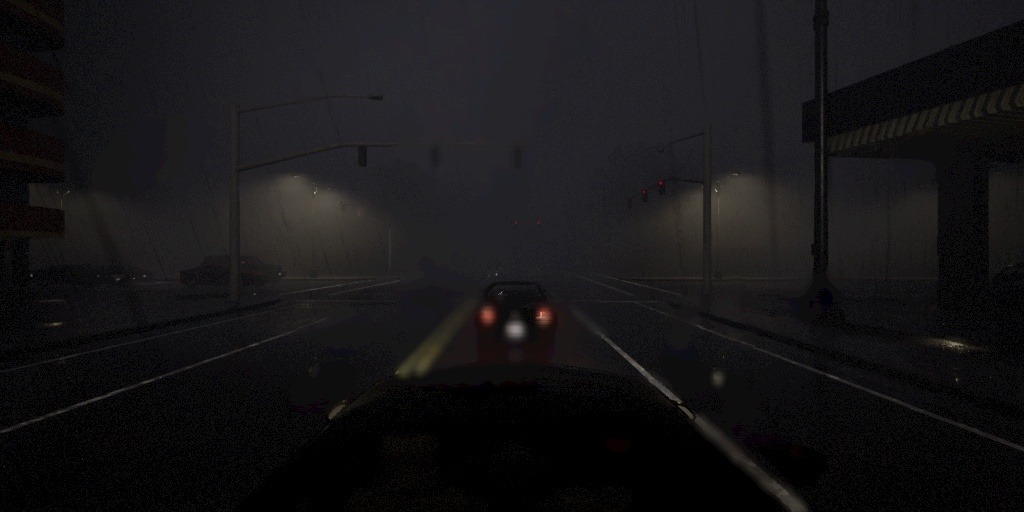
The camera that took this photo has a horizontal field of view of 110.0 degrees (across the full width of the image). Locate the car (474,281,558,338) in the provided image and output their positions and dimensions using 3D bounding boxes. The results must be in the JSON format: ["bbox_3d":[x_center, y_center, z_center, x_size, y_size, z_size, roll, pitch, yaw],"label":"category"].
[{"bbox_3d":[0.097,1.351,10.193,1.895,1.301,4.718,0,0,0],"label":"car"}]

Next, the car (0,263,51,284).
[{"bbox_3d":[-37.991,1.276,26.825,4.674,1.442,1.812,0,0,1],"label":"car"}]

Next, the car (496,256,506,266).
[{"bbox_3d":[-2.596,1.241,64.118,2.128,1.511,4.902,0,0,1],"label":"car"}]

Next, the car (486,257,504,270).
[{"bbox_3d":[-2.723,1.242,53.484,2.128,1.511,4.902,0,0,1],"label":"car"}]

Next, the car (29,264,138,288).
[{"bbox_3d":[-27.833,1.241,23.135,4.902,1.511,2.128,0,0,1],"label":"car"}]

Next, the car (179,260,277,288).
[{"bbox_3d":[-18.330,1.227,22.961,5.008,1.535,1.882,0,0,1],"label":"car"}]

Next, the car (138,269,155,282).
[{"bbox_3d":[-29.309,1.314,26.659,4.181,1.385,1.994,0,0,0],"label":"car"}]

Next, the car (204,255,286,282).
[{"bbox_3d":[-19.891,0.971,26.509,5.566,2.045,2.150,0,0,1],"label":"car"}]
